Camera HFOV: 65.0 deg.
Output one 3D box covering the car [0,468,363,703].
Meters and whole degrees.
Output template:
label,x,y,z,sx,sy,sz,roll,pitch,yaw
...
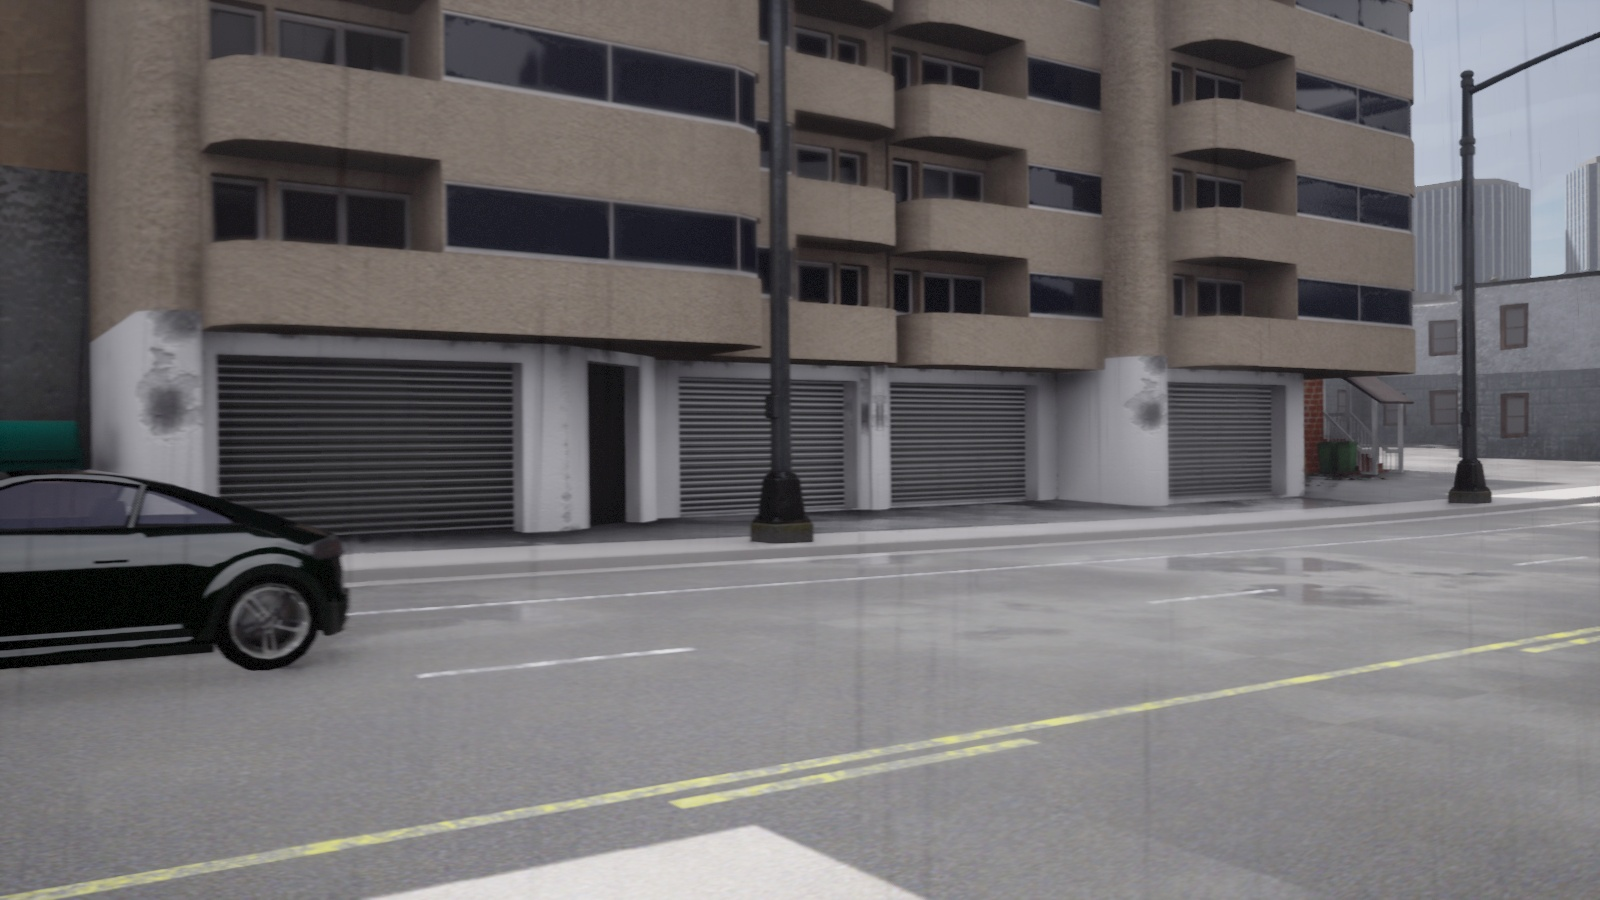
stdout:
label,x,y,z,sx,sy,sz,roll,pitch,yaw
car,-5.357,0.841,8.458,4.181,1.385,1.994,0,0,-35
